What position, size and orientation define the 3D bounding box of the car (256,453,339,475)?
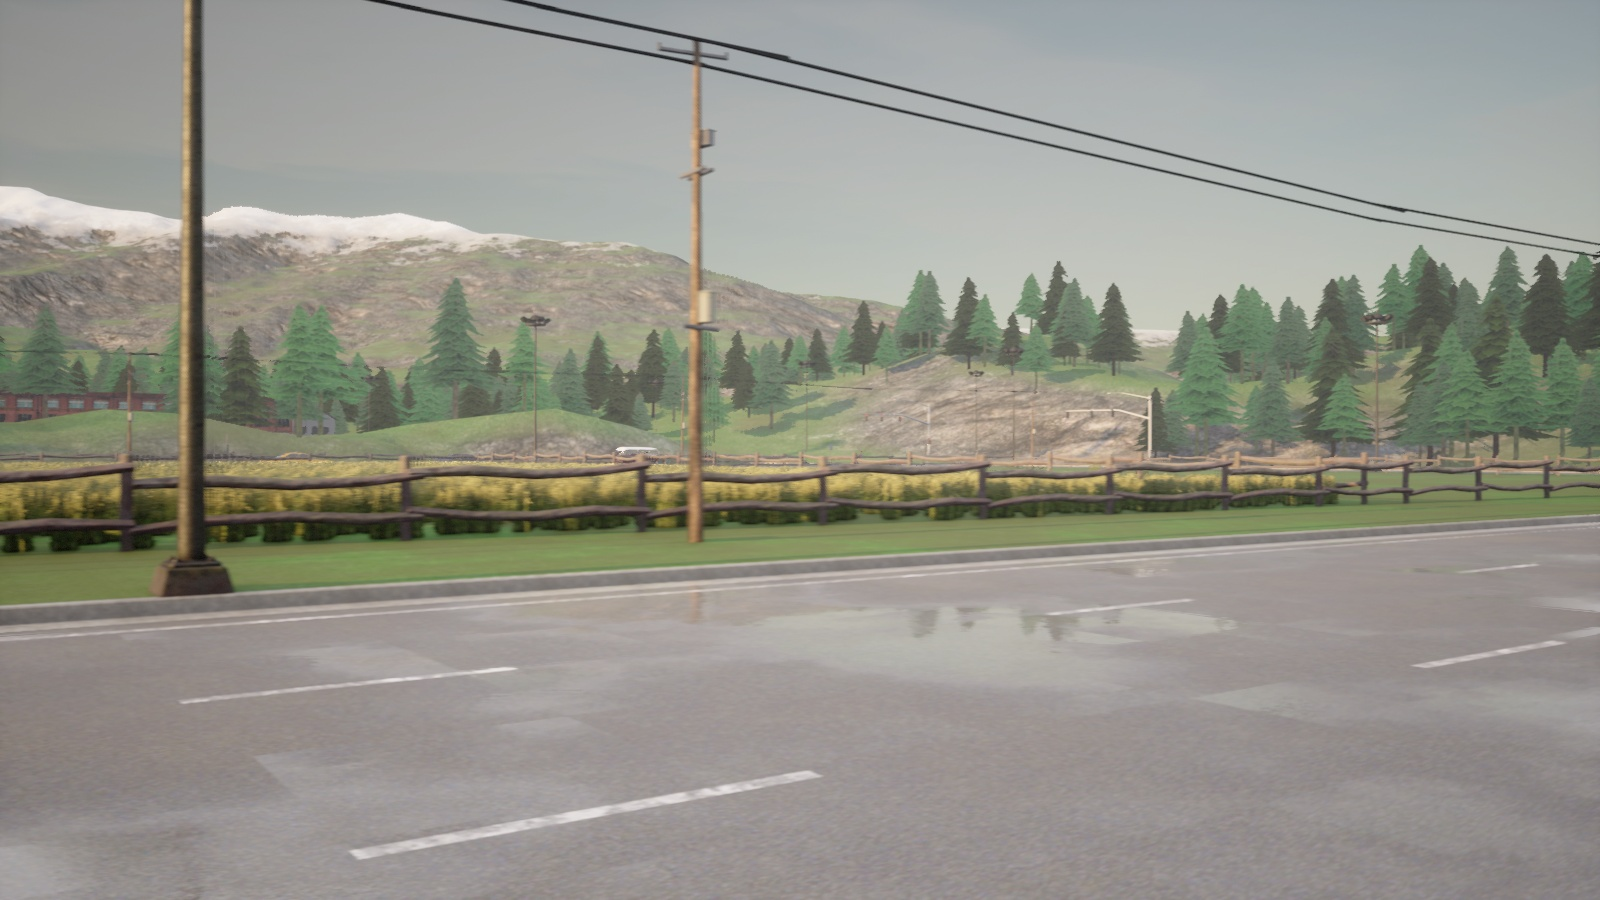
[{"bbox_3d":[-36.661,0.986,91.623,5.366,1.575,1.801,0,0,-35],"label":"car"}]
